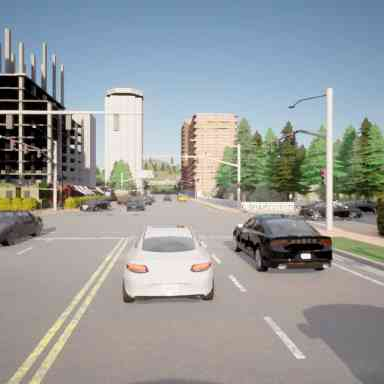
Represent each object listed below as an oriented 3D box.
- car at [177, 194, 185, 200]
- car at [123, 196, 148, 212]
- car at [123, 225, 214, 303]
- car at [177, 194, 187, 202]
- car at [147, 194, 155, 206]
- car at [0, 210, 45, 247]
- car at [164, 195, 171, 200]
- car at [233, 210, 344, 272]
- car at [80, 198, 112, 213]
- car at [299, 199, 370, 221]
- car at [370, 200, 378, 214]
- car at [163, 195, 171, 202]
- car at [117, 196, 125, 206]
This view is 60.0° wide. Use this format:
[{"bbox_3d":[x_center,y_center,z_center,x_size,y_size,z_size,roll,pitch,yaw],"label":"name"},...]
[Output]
[{"bbox_3d":[-2.871,1.304,86.518,1.882,1.535,5.008,0,0,-4],"label":"car"},{"bbox_3d":[-6.495,1.505,38.766,1.837,1.490,4.892,0,0,-4],"label":"car"},{"bbox_3d":[-0.597,1.526,8.162,1.812,1.442,4.674,0,0,-5],"label":"car"},{"bbox_3d":[-2.169,1.470,76.971,1.882,1.535,5.008,0,0,-4],"label":"car"},{"bbox_3d":[-7.705,1.493,55.581,2.128,1.511,4.902,0,0,-4],"label":"car"},{"bbox_3d":[-8.466,1.547,15.215,2.033,1.411,5.357,0,0,-6],"label":"car"},{"bbox_3d":[-6.362,1.379,86.262,1.994,1.385,4.181,0,0,-4],"label":"car"},{"bbox_3d":[2.665,1.478,10.903,1.882,1.535,5.008,0,0,-5],"label":"car"},{"bbox_3d":[-10.929,1.492,38.044,2.128,1.511,4.902,0,0,12],"label":"car"},{"bbox_3d":[11.001,1.491,26.549,4.902,1.511,2.128,0,0,-2],"label":"car"},{"bbox_3d":[17.026,1.491,34.053,4.902,1.511,2.128,0,0,-3],"label":"car"},{"bbox_3d":[-5.732,1.517,77.691,2.128,1.511,4.902,0,0,-4],"label":"car"},{"bbox_3d":[-11.152,1.477,54.714,1.882,1.535,5.008,0,0,-4],"label":"car"}]
